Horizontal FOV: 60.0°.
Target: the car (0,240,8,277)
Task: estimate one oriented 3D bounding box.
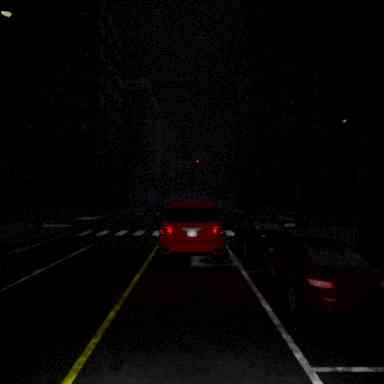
[{"bbox_3d":[-5.857,1.619,7.339,2.008,1.369,4.403,0,-1,0],"label":"car"}]

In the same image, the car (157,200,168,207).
[{"bbox_3d":[-5.632,2.173,64.626,1.802,1.307,4.206,0,-1,0],"label":"car"}]

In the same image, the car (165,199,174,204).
[{"bbox_3d":[-5.554,2.309,81.630,1.947,1.339,4.313,0,-1,0],"label":"car"}]

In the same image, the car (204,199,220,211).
[{"bbox_3d":[2.817,1.875,47.587,1.967,1.590,4.097,0,-1,0],"label":"car"}]

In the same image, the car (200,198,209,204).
[{"bbox_3d":[2.971,2.293,81.600,2.008,1.369,4.403,0,-1,0],"label":"car"}]

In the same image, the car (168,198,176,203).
[{"bbox_3d":[-5.504,2.366,92.797,1.752,1.417,4.829,0,-1,0],"label":"car"}]

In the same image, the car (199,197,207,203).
[{"bbox_3d":[3.023,2.281,92.939,1.967,1.590,4.097,0,0,0],"label":"car"}]

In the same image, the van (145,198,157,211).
[{"bbox_3d":[-5.709,1.776,47.624,1.690,1.788,3.998,0,-1,0],"label":"van"}]

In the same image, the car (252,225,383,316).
[{"bbox_3d":[2.669,1.649,7.344,1.802,1.307,4.206,0,-1,0],"label":"car"}]

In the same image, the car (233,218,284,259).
[{"bbox_3d":[2.670,1.669,12.938,2.008,1.369,4.403,0,-1,0],"label":"car"}]

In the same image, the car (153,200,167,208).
[{"bbox_3d":[-5.657,2.105,58.959,1.947,1.339,4.313,0,-1,0],"label":"car"}]

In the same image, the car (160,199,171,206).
[{"bbox_3d":[-5.606,2.208,70.295,1.947,1.339,4.313,0,-1,0],"label":"car"}]

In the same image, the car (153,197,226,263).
[{"bbox_3d":[0.014,1.340,12.582,2.150,2.045,5.566,0,0,0],"label":"car"}]

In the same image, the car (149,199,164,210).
[{"bbox_3d":[-5.683,1.928,53.292,1.967,1.590,4.097,0,-1,0],"label":"car"}]
